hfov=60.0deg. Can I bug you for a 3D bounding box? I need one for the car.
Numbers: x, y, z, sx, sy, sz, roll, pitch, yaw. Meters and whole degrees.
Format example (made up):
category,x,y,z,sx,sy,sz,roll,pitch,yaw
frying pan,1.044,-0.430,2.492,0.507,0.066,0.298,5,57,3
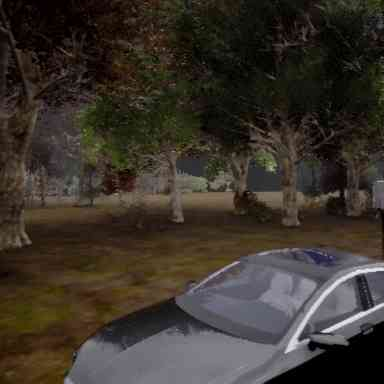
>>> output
category,x,y,z,sx,sy,sz,roll,pitch,yaw
car,1.131,1.484,3.771,4.902,1.511,2.128,0,0,-35
